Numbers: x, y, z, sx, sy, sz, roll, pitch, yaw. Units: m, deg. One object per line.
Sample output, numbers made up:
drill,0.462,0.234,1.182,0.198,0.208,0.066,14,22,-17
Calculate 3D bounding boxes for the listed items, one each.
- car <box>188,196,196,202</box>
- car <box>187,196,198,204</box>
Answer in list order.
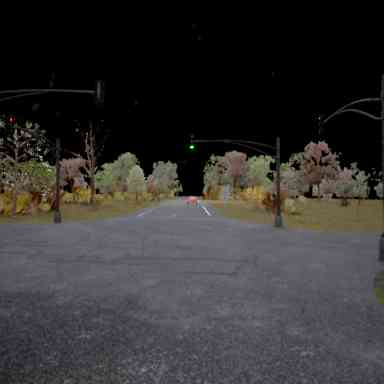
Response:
car,0.084,1.574,77.876,1.812,1.442,4.674,0,0,0
car,0.073,1.532,67.840,2.097,1.767,4.553,0,0,0
